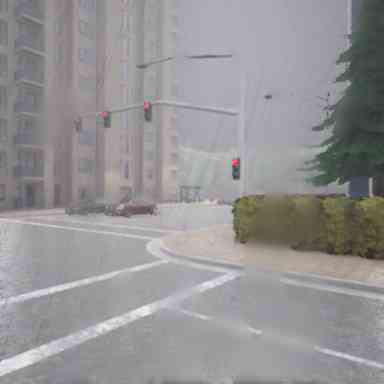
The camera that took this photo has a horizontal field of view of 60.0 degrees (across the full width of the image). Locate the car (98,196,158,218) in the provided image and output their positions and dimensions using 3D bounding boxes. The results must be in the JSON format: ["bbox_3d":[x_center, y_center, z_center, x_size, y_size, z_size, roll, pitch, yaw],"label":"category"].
[{"bbox_3d":[-4.886,1.123,27.060,2.097,1.767,4.553,1,0,36],"label":"car"}]

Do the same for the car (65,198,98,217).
[{"bbox_3d":[-8.388,1.255,28.168,1.812,1.442,4.674,1,0,36],"label":"car"}]

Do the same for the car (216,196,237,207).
[{"bbox_3d":[5.557,1.282,47.193,2.033,1.411,5.357,1,0,37],"label":"car"}]
